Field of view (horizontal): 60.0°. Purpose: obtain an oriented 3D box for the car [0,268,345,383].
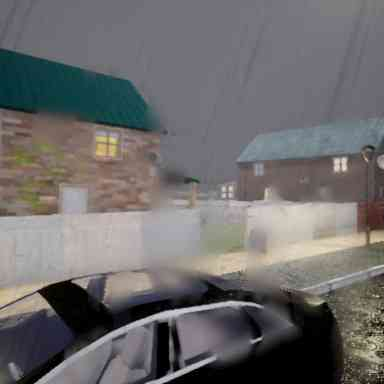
[{"bbox_3d":[-0.751,1.499,2.623,4.902,1.511,2.128,0,0,-36],"label":"car"}]
